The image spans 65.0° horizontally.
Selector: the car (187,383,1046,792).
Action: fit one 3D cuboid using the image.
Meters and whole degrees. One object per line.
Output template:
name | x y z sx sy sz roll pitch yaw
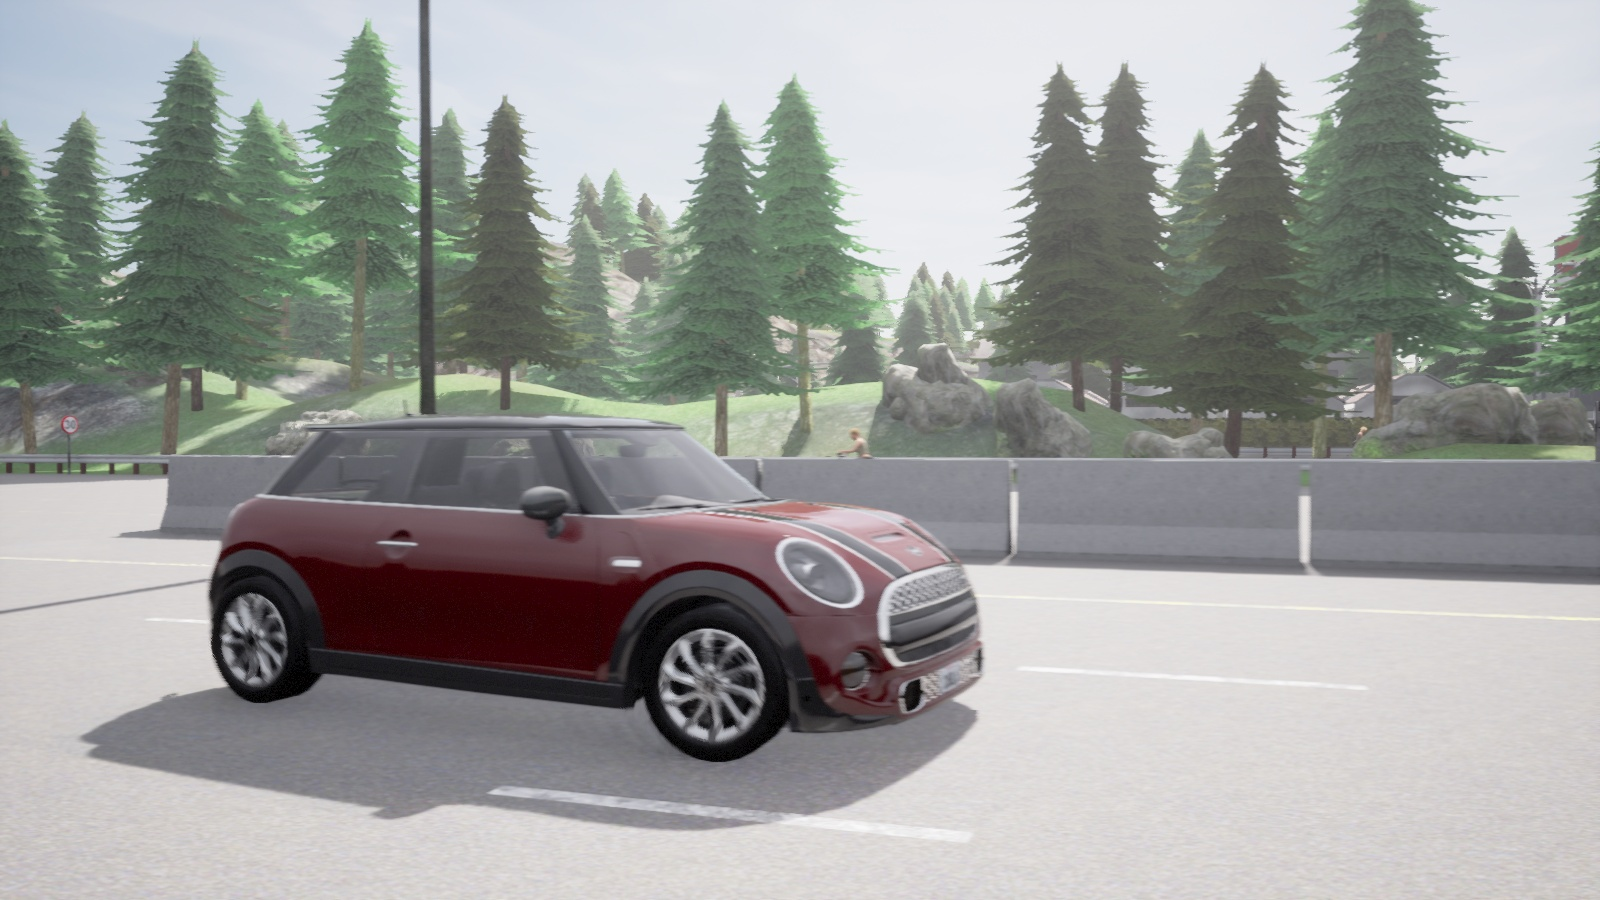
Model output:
car | -1.083 0.563 7.332 4.553 1.767 2.097 1 1 25
